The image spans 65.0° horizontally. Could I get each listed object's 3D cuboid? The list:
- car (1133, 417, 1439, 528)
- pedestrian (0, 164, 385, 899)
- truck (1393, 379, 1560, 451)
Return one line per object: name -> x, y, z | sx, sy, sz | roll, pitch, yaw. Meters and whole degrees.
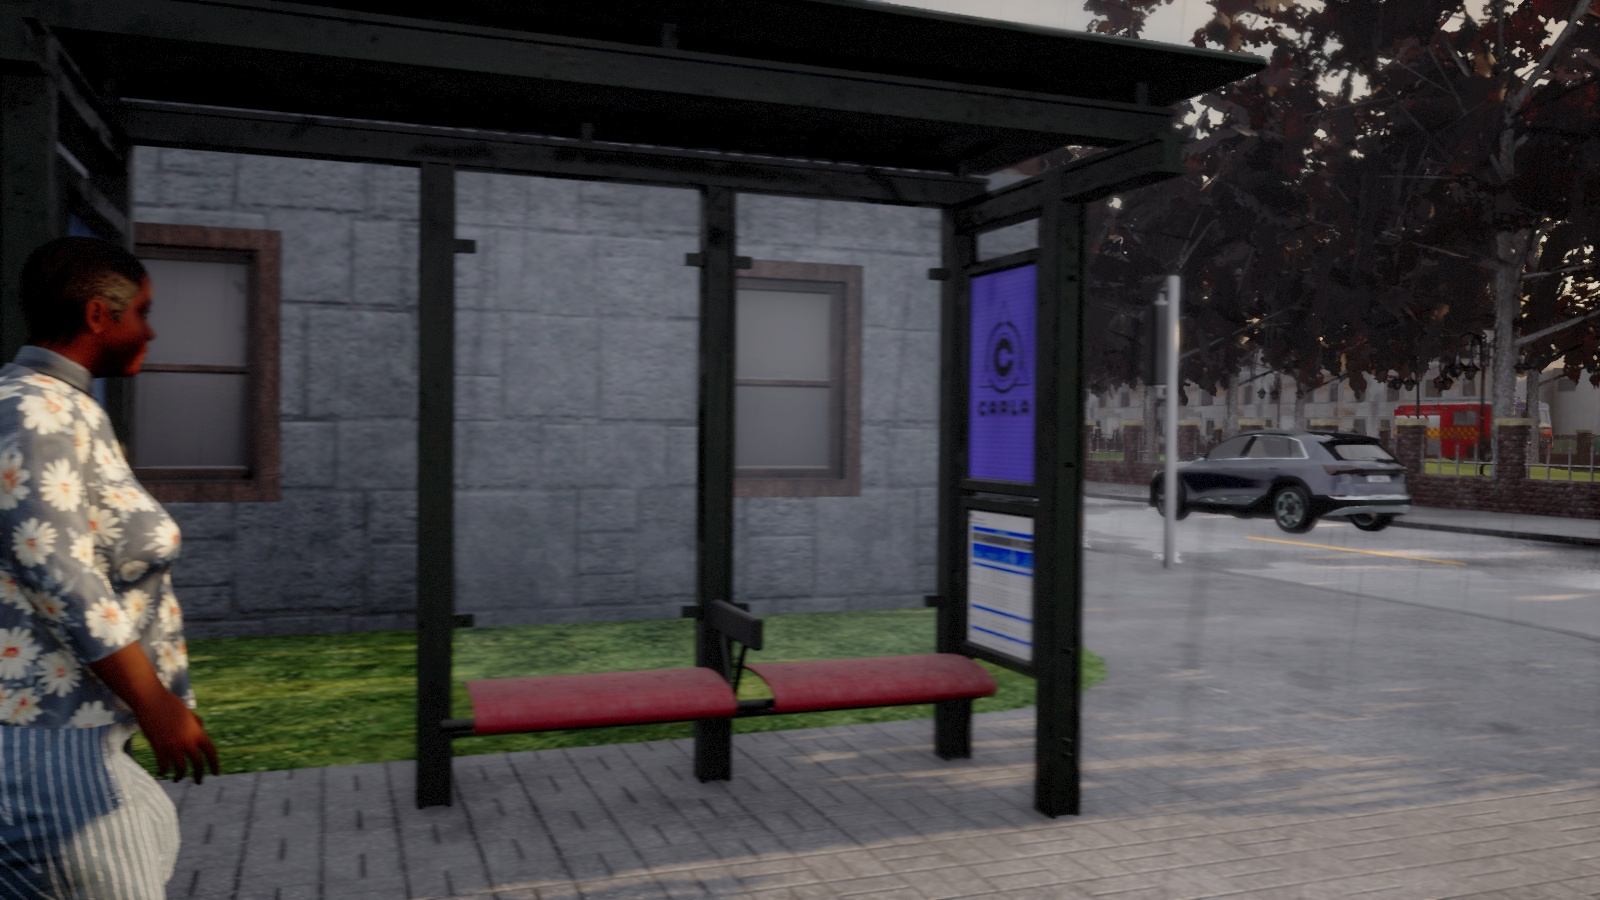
car -> 8.055, 0.294, 21.384 | 2.033, 1.649, 4.856 | -1, 1, -23
pedestrian -> -1.397, 0.485, 2.357 | 0.900, 1.855, 0.874 | -1, 1, -40
truck -> 37.918, -1.925, 70.765 | 2.891, 3.827, 8.468 | -1, 1, -20
